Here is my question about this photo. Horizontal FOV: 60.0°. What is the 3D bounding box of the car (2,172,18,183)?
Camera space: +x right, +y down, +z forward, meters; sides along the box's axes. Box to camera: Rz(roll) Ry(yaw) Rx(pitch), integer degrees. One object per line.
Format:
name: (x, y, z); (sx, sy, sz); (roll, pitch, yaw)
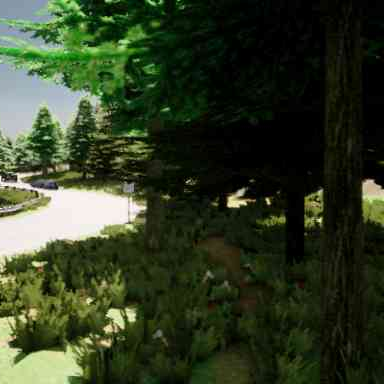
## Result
car: (-28.901, -2.354, 52.840); (1.837, 1.490, 4.892); (0, 4, -36)

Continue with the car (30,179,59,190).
car: (-19.675, -1.083, 44.211); (4.181, 1.385, 1.994); (6, 3, 33)
